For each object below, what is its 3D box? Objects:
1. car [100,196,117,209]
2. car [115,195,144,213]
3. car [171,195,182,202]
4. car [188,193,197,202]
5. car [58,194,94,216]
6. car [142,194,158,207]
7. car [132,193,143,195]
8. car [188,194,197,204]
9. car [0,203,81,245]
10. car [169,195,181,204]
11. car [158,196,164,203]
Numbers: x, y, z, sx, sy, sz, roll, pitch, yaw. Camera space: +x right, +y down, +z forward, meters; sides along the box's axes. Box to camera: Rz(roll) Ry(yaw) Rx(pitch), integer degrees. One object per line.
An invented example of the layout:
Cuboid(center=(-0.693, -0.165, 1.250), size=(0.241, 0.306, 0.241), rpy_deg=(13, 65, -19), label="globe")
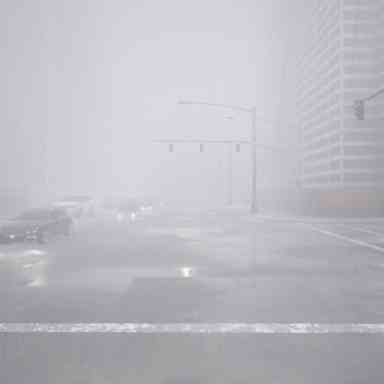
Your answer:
Cuboid(center=(-10.547, 1.353, 43.898), size=(2.097, 1.767, 4.553), rpy_deg=(0, 0, 0), label="car")
Cuboid(center=(-7.055, 1.502, 37.924), size=(1.837, 1.490, 4.892), rpy_deg=(0, 1, 0), label="car")
Cuboid(center=(-3.412, 1.354, 74.474), size=(2.128, 1.511, 4.902), rpy_deg=(0, 0, 0), label="car")
Cuboid(center=(0.087, 1.184, 74.440), size=(2.097, 1.767, 4.553), rpy_deg=(0, 0, 0), label="car")
Cuboid(center=(-10.559, 1.215, 30.003), size=(2.150, 2.045, 5.566), rpy_deg=(0, 1, 0), label="car")
Cuboid(center=(-7.031, 1.493, 52.242), size=(2.128, 1.511, 4.902), rpy_deg=(0, 0, 0), label="car")
Cuboid(center=(-10.444, 1.477, 66.337), size=(1.882, 1.535, 5.008), rpy_deg=(0, 0, 0), label="car")
Cuboid(center=(0.075, 1.547, 64.185), size=(2.033, 1.411, 5.357), rpy_deg=(0, 0, 0), label="car")
Cuboid(center=(-7.084, 1.504, 15.541), size=(1.837, 1.490, 4.892), rpy_deg=(0, 0, 0), label="car")
Cuboid(center=(-3.425, 1.491, 64.189), size=(2.128, 1.511, 4.902), rpy_deg=(0, 0, 0), label="car")
Cuboid(center=(-6.919, 1.401, 68.750), size=(1.895, 1.301, 4.718), rpy_deg=(0, 0, 0), label="car")
